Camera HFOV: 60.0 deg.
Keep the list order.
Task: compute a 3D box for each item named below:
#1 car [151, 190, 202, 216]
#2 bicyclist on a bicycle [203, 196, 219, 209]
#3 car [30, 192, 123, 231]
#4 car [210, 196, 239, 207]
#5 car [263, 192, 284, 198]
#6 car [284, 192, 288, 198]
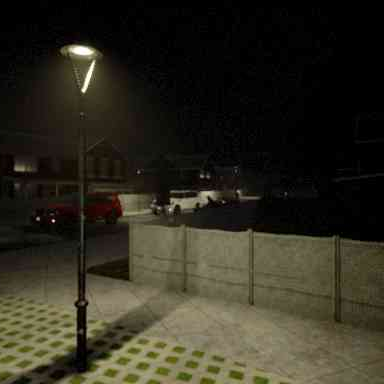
[{"bbox_3d":[-1.185,0.885,28.400,2.150,2.045,5.566,0,1,31],"label":"car"},{"bbox_3d":[1.203,1.065,20.941,1.656,1.620,0.582,0,1,32],"label":"bicyclist on a bicycle"},{"bbox_3d":[-6.542,1.011,19.636,2.150,2.045,5.566,0,1,32],"label":"car"},{"bbox_3d":[3.654,1.137,36.961,1.895,1.301,4.718,0,1,28],"label":"car"},{"bbox_3d":[10.788,0.913,45.038,1.837,1.490,4.892,1,0,24],"label":"car"},{"bbox_3d":[15.800,0.692,58.092,2.128,1.511,4.902,0,1,19],"label":"car"}]
